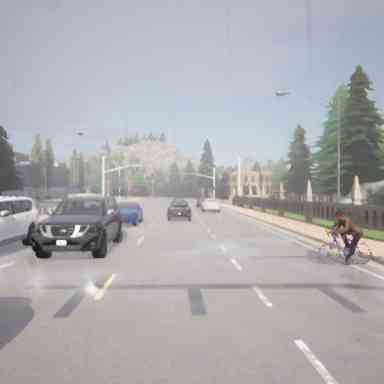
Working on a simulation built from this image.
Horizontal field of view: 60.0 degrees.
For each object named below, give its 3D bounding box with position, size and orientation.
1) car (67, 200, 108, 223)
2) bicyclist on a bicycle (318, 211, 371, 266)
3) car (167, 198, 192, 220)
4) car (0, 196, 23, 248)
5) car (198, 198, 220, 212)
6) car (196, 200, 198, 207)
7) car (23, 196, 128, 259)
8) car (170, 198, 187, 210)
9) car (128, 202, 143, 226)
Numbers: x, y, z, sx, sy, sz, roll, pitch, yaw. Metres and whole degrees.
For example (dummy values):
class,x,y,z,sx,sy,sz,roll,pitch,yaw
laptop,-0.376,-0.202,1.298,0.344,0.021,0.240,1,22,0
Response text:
class,x,y,z,sx,sy,sz,roll,pitch,yaw
car,-8.201,1.442,26.534,1.882,1.535,5.008,0,0,-2
bicyclist on a bicycle,4.609,1.409,10.045,1.656,1.620,0.582,0,0,-3
car,-1.051,1.451,27.470,2.128,1.511,4.902,0,0,-2
car,-7.583,1.206,12.232,2.150,2.045,5.566,0,0,-3
car,2.019,1.474,37.144,1.812,1.442,4.674,0,0,-3
car,1.602,1.482,46.766,2.033,1.411,5.357,0,0,-3
car,-4.109,1.205,12.920,2.150,2.045,5.566,0,0,-3
car,-1.706,1.489,42.219,2.033,1.411,5.357,0,0,-3
car,-4.551,1.446,23.074,1.882,1.535,5.008,0,0,-2
